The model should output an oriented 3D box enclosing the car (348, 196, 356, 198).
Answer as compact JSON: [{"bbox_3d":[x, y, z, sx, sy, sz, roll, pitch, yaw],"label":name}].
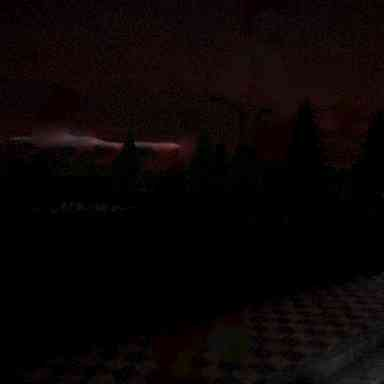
[{"bbox_3d":[41.196,1.823,86.177,1.812,1.442,4.674,0,0,5],"label":"car"}]

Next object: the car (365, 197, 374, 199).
[{"bbox_3d":[40.315,1.863,75.855,2.128,1.511,4.902,0,0,5],"label":"car"}]
